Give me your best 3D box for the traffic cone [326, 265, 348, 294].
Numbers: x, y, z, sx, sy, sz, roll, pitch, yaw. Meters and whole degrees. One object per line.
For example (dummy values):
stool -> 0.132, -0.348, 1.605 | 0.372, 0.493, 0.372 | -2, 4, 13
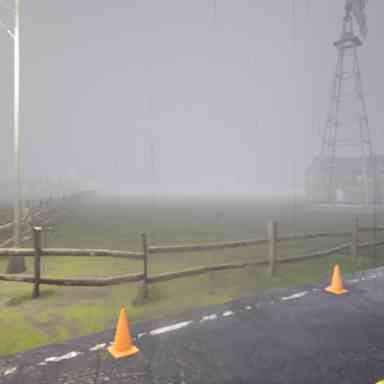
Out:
traffic cone -> 3.266, 1.934, 7.490 | 0.340, 0.580, 0.340 | 0, 0, -33

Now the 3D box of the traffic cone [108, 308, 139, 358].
traffic cone -> -0.967, 1.936, 4.683 | 0.340, 0.580, 0.340 | 0, 0, -34
